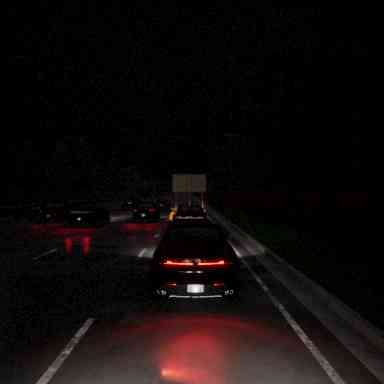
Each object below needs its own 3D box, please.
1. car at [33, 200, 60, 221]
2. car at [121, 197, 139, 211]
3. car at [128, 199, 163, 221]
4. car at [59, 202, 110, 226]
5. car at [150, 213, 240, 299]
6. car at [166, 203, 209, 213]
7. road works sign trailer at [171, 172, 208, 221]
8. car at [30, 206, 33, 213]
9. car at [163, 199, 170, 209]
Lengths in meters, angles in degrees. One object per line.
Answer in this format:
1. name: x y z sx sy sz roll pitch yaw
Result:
1. car: -10.607 1.526 26.786 1.812 1.442 4.674 0 0 -1
2. car: -7.231 1.352 40.610 2.097 1.767 4.553 0 0 -1
3. car: -3.608 1.526 26.756 1.812 1.442 4.674 0 0 -1
4. car: -7.077 1.491 23.231 2.128 1.511 4.902 0 0 -1
5. car: 0.047 1.505 8.463 1.837 1.490 4.892 0 0 0
6. car: -0.066 1.488 18.851 2.128 1.511 4.902 0 0 1
7. road works sign trailer: -0.187 0.464 22.721 2.380 3.560 2.880 0 0 -3
8. car: -14.169 1.548 33.288 2.033 1.411 5.357 0 0 -1
9. car: -3.742 1.563 41.856 1.994 1.385 4.181 0 0 -1
